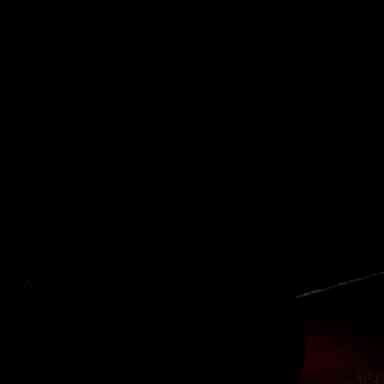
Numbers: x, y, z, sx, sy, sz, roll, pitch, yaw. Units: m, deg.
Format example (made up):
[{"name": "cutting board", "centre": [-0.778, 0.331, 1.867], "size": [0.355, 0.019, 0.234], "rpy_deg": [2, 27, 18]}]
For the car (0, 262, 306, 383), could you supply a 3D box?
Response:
[{"name": "car", "centre": [-1.117, 1.475, 2.877], "size": [5.008, 1.535, 1.882], "rpy_deg": [0, 0, -35]}]
